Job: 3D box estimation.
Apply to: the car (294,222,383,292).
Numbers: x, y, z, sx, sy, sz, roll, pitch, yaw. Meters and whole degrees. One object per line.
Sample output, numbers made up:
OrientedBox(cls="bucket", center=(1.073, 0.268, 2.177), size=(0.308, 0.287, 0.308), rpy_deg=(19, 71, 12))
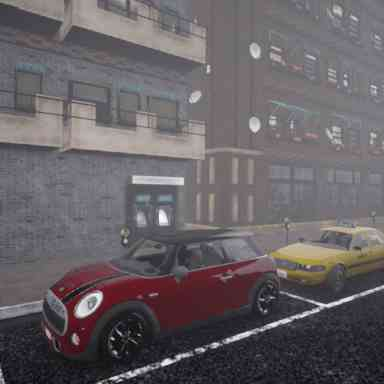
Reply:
OrientedBox(cls="car", center=(3.990, 1.526, 8.933), size=(4.829, 1.417, 1.752), rpy_deg=(0, 1, -35))

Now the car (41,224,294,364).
OrientedBox(cls="car", center=(-0.388, 1.441, 5.808), size=(4.097, 1.590, 1.967), rpy_deg=(0, 1, -35))
